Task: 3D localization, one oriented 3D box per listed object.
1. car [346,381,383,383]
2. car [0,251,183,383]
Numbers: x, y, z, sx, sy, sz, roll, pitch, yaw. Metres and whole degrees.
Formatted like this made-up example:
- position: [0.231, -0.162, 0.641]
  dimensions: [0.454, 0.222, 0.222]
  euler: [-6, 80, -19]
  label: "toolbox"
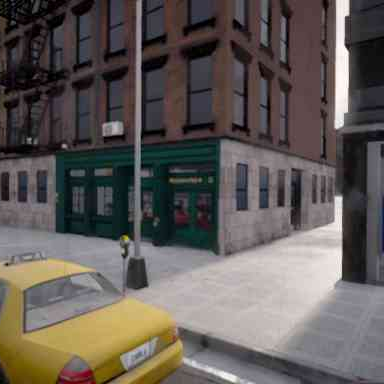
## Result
- position: [2.383, 1.595, 1.108]
  dimensions: [4.206, 1.307, 1.802]
  euler: [1, 0, 35]
  label: "car"
- position: [-2.381, 1.483, 4.506]
  dimensions: [4.829, 1.417, 1.752]
  euler: [1, 0, 35]
  label: "car"
